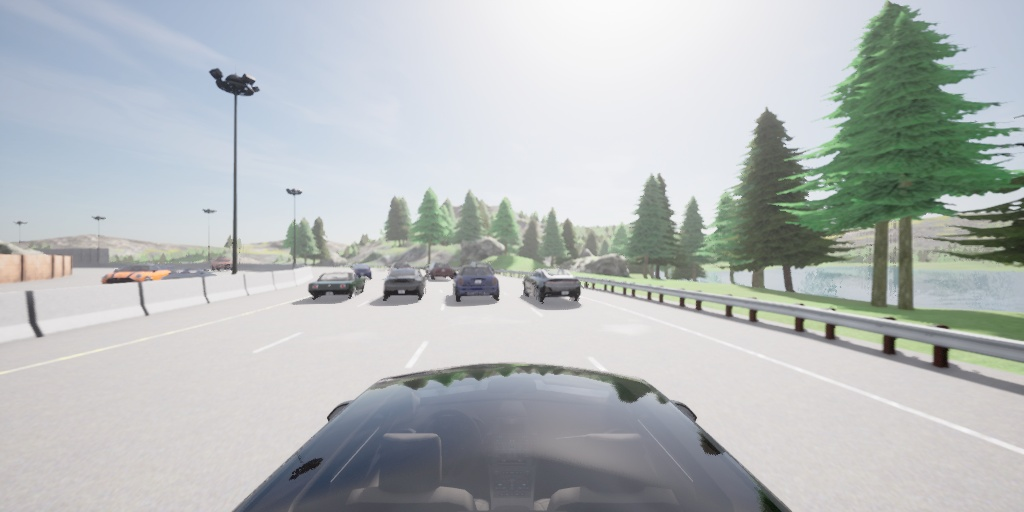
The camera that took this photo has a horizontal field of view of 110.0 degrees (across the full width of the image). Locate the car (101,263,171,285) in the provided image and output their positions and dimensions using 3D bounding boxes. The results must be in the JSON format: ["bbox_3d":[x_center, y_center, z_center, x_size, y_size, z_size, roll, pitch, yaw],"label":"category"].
[{"bbox_3d":[-25.692,1.315,24.765,2.097,1.767,4.553,0,0,-22],"label":"car"}]

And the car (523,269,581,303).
[{"bbox_3d":[1.803,1.365,17.543,2.128,1.511,4.902,0,0,-10],"label":"car"}]

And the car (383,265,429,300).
[{"bbox_3d":[-5.524,1.397,18.770,1.837,1.490,4.892,0,0,-11],"label":"car"}]

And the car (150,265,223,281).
[{"bbox_3d":[-21.750,1.518,24.203,1.994,1.385,4.181,0,0,-20],"label":"car"}]

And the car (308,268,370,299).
[{"bbox_3d":[-9.122,1.500,19.134,1.895,1.301,4.718,0,0,-13],"label":"car"}]

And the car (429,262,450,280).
[{"bbox_3d":[-7.188,1.377,35.223,2.097,1.767,4.553,0,0,-22],"label":"car"}]

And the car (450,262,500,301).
[{"bbox_3d":[-1.962,1.239,18.601,2.097,1.767,4.553,0,0,-11],"label":"car"}]

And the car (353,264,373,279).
[{"bbox_3d":[-15.195,1.566,36.035,1.812,1.442,4.674,0,-1,-26],"label":"car"}]

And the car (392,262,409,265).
[{"bbox_3d":[-11.019,1.382,35.334,2.097,1.767,4.553,0,0,-23],"label":"car"}]
